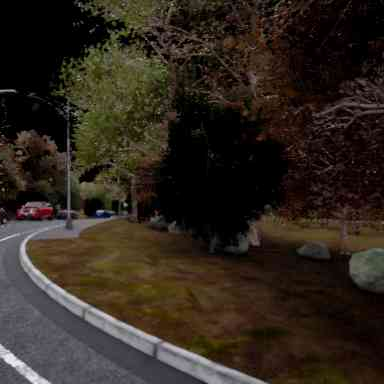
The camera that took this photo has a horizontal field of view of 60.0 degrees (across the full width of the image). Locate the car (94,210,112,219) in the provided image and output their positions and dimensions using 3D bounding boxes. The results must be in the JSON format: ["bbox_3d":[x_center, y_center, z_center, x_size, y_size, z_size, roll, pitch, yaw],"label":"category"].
[{"bbox_3d":[-14.824,3.700,54.638,1.882,1.535,5.008,0,-4,-6],"label":"car"}]

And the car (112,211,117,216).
[{"bbox_3d":[-15.860,4.523,65.010,1.837,1.490,4.892,0,-4,-5],"label":"car"}]

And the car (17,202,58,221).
[{"bbox_3d":[-16.453,2.019,35.242,2.150,2.045,5.566,0,-4,-6],"label":"car"}]

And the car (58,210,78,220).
[{"bbox_3d":[-17.623,3.245,47.248,2.033,1.411,5.357,0,-4,-5],"label":"car"}]

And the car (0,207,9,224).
[{"bbox_3d":[-15.391,1.747,24.684,1.837,1.490,4.892,0,-2,-5],"label":"car"}]
